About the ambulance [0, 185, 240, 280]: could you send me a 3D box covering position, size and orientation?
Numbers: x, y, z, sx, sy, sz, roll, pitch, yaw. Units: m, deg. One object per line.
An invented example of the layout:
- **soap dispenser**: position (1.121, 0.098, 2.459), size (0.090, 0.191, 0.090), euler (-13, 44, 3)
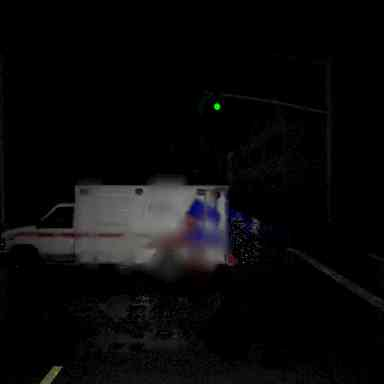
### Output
- **ambulance**: position (-1.950, 1.035, 9.548), size (6.366, 2.431, 2.351), euler (0, 0, 0)
